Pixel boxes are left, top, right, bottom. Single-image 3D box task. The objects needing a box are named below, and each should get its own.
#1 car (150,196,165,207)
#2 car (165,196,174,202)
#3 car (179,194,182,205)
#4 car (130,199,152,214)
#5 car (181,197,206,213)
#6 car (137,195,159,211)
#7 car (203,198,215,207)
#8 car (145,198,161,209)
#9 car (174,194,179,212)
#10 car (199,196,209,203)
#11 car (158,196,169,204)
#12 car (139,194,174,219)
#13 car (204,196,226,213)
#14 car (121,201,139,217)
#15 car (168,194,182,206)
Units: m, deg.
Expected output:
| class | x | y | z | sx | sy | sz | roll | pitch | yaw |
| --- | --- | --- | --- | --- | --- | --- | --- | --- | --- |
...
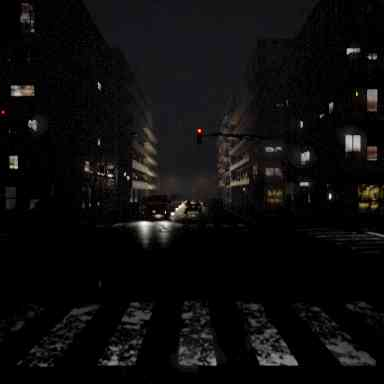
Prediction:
| class | x | y | z | sx | sy | sz | roll | pitch | yaw |
| --- | --- | --- | --- | --- | --- | --- | --- | --- | --- |
| car | -5.646 | 1.548 | 54.924 | 1.967 | 1.590 | 4.097 | 0 | 0 | 0 |
| car | -5.624 | 1.727 | 83.335 | 2.008 | 1.369 | 4.403 | 0 | 0 | 0 |
| car | -3.048 | 1.449 | 49.978 | 2.097 | 1.767 | 4.553 | 0 | 0 | 0 |
| car | -5.660 | 1.596 | 37.707 | 1.752 | 1.417 | 4.829 | 0 | 0 | 0 |
| car | 0.135 | 1.617 | 37.391 | 2.033 | 1.411 | 5.357 | 0 | 0 | 0 |
| car | -5.656 | 1.398 | 43.559 | 2.192 | 1.841 | 5.009 | 0 | 0 | 0 |
| car | 2.734 | 1.689 | 54.919 | 1.802 | 1.307 | 4.206 | 0 | 0 | 0 |
| car | -5.651 | 1.620 | 49.071 | 1.752 | 1.417 | 4.829 | 0 | 0 | 0 |
| car | -3.064 | 1.428 | 40.080 | 2.097 | 1.767 | 4.553 | 0 | 0 | 0 |
| car | 2.752 | 1.713 | 77.649 | 2.008 | 1.369 | 4.403 | 0 | 0 | 0 |
| car | -5.637 | 1.574 | 66.290 | 1.967 | 1.590 | 4.097 | 0 | 0 | 0 |
| car | -3.094 | 1.277 | 30.168 | 2.150 | 2.045 | 5.566 | 0 | 0 | 1 |
| car | 2.720 | 1.511 | 37.872 | 1.967 | 1.590 | 4.097 | 0 | 0 | 0 |
| car | -5.664 | 1.625 | 32.194 | 1.947 | 1.339 | 4.313 | 0 | 0 | 0 |
| car | -2.993 | 1.342 | 60.538 | 2.150 | 2.045 | 5.566 | 0 | 0 | 0 |
